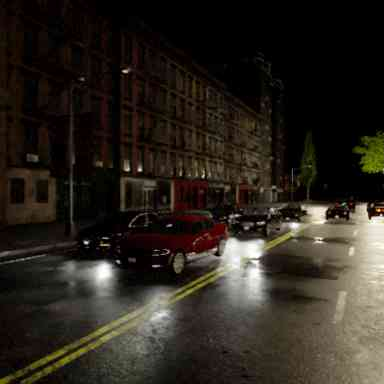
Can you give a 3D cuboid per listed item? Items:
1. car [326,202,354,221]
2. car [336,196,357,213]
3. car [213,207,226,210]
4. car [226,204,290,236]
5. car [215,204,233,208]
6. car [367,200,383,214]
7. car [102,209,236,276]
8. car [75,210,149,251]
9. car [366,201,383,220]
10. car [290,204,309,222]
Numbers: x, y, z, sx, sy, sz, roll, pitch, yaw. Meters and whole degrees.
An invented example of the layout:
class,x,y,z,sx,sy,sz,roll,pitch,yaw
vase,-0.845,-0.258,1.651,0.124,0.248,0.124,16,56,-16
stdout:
class,x,y,z,sx,sy,sz,roll,pitch,yaw
car,13.392,1.840,30.268,1.895,1.301,4.718,0,0,28
car,19.174,1.550,41.453,2.150,2.045,5.566,0,0,28
car,-0.011,1.701,18.581,1.895,1.301,4.718,0,0,27
car,3.973,1.616,19.408,2.128,1.511,4.902,0,0,28
car,2.344,1.637,23.330,1.837,1.490,4.892,0,0,27
car,22.935,1.831,41.543,1.882,1.535,5.008,0,-1,28
car,-0.416,1.530,10.934,1.882,1.535,5.008,0,0,28
car,-2.590,1.557,13.804,1.837,1.490,4.892,0,-1,27
car,17.290,1.771,30.603,1.837,1.490,4.892,0,-1,27
car,8.864,1.750,28.797,2.033,1.411,5.357,0,0,28
